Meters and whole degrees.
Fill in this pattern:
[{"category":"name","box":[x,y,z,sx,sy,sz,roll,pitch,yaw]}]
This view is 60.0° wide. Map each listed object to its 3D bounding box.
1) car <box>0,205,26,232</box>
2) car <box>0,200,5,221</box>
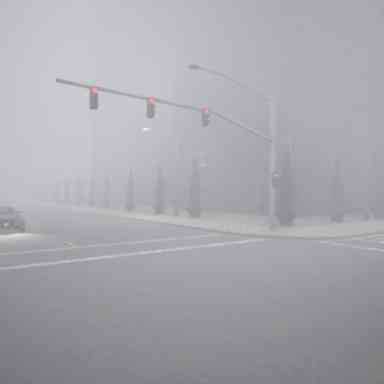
[{"category":"car","box":[-11.031,1.552,19.332,1.994,1.385,4.181,1,0,-36]},{"category":"car","box":[-16.696,1.464,27.329,1.882,1.535,5.008,1,0,-35]}]
